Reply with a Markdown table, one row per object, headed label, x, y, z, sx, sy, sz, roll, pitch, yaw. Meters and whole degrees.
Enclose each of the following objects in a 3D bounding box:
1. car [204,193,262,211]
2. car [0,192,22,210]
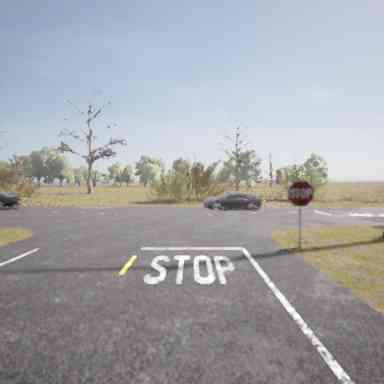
| label | x | y | z | sx | sy | sz | roll | pitch | yaw |
| --- | --- | --- | --- | --- | --- | --- | --- | --- | --- |
| car | 3.477 | 0.853 | 28.489 | 4.892 | 1.490 | 1.837 | 0 | 2 | -1 |
| car | -17.014 | 0.674 | 27.946 | 5.008 | 1.535 | 1.882 | 0 | 2 | -2 |
